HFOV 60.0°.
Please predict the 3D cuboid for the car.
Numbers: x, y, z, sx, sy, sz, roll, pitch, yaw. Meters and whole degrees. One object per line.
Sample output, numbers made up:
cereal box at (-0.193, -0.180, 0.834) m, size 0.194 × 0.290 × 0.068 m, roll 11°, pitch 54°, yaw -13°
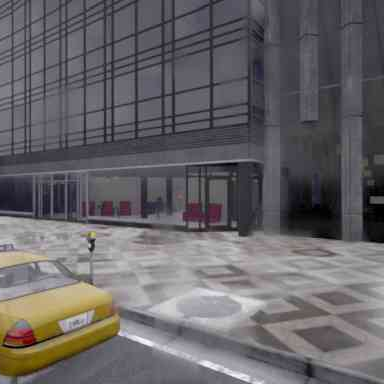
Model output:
car at (-3.247, 1.525, 5.406) m, size 4.829 × 1.417 × 1.752 m, roll 0°, pitch 0°, yaw 37°
